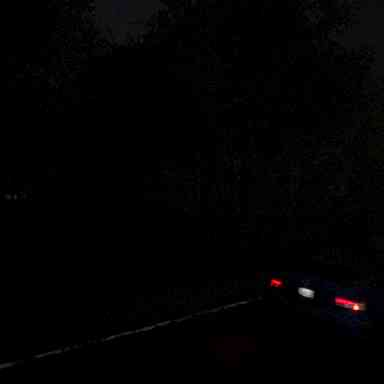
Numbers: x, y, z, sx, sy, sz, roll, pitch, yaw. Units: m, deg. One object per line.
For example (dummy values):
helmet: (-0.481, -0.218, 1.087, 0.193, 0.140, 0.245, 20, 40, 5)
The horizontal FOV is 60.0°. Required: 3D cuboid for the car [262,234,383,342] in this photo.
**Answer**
car: (3.741, 1.548, 6.396, 5.357, 1.411, 2.033, 0, 0, -35)
